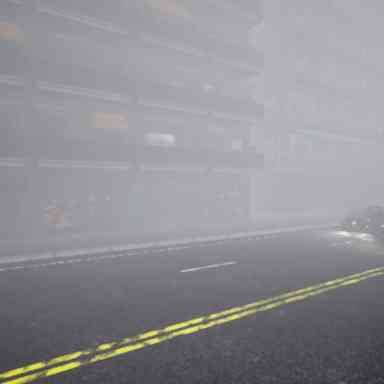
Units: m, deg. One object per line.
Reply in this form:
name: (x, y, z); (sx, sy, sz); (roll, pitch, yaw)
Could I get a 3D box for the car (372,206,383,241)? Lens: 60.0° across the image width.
car: (10.429, 1.478, 15.306); (4.674, 1.442, 1.812); (0, 0, -37)

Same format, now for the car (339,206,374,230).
car: (10.435, 1.511, 19.377); (4.181, 1.385, 1.994); (0, 0, -37)
